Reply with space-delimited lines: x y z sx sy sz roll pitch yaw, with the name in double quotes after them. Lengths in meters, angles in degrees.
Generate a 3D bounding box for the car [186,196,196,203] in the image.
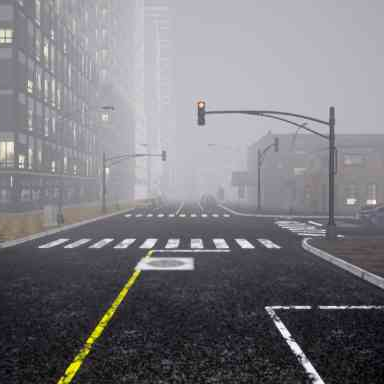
-0.228 1.509 69.674 2.128 1.511 4.902 0 0 0 "car"

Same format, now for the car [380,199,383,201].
16.438 1.415 27.260 5.009 1.841 2.192 1 0 1 "car"

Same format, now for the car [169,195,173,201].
-5.954 1.508 86.869 1.752 1.417 4.829 -1 0 0 "car"

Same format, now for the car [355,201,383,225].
14.610 1.649 24.680 4.674 1.442 1.812 1 1 0 "car"

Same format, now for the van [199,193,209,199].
2.501 1.329 53.147 1.690 1.788 3.998 -1 0 0 "van"

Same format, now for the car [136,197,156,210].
-5.975 1.515 41.716 1.752 1.417 4.829 -1 0 0 "car"

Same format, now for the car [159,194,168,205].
-5.861 1.552 58.819 1.947 1.339 4.313 -1 0 0 "car"

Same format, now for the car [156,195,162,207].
-5.823 1.554 47.530 1.947 1.339 4.313 -1 0 0 "car"

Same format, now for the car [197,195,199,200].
2.482 1.302 58.791 2.192 1.841 5.009 -1 0 0 "car"

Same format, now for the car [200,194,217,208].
2.522 1.429 47.503 1.967 1.590 4.097 -1 0 0 "car"

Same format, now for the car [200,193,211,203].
2.865 1.212 73.442 2.150 2.045 5.566 0 0 0 "car"
